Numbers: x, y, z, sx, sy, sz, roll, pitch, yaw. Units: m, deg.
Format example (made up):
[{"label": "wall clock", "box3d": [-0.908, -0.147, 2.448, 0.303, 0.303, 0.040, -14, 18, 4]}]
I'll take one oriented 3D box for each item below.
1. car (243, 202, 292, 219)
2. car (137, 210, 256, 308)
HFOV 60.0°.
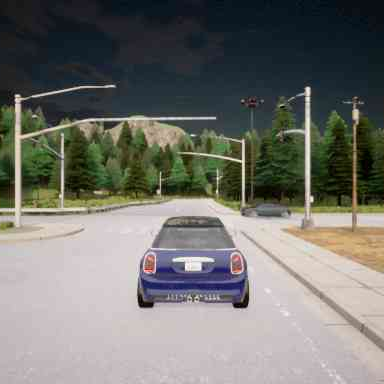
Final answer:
[{"label": "car", "box3d": [6.421, 1.590, 28.826, 4.181, 1.385, 1.994, 0, 0, 1]}, {"label": "car", "box3d": [0.040, 1.348, 8.069, 2.097, 1.767, 4.553, 0, 0, 0]}]
